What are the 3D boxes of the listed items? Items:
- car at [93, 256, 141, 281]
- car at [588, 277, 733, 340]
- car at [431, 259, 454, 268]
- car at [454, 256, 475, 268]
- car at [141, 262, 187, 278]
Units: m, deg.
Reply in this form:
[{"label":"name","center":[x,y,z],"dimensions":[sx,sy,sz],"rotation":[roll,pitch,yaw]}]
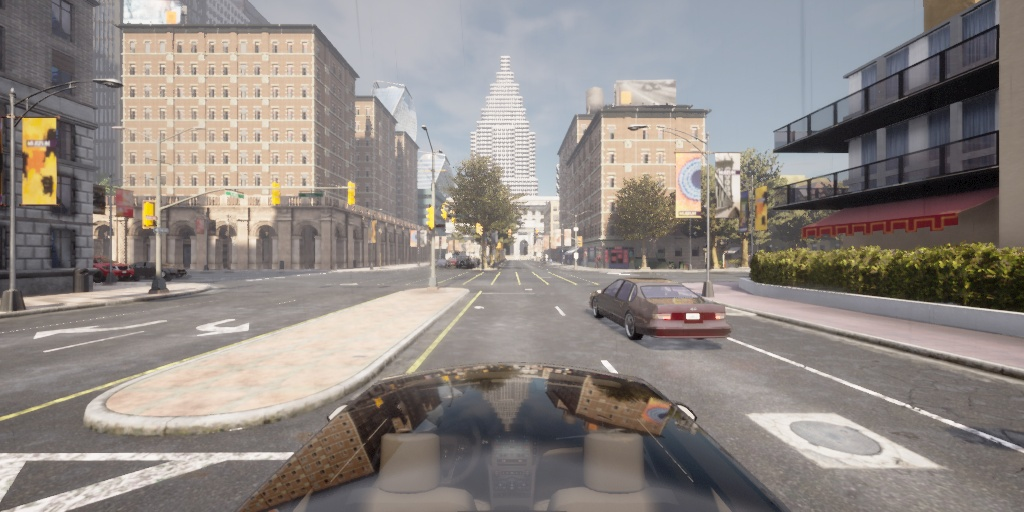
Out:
[{"label":"car","center":[-34.649,0.973,29.482],"dimensions":[5.566,2.045,2.150],"rotation":[0,0,0]},{"label":"car","center":[3.634,1.298,9.933],"dimensions":[2.033,1.411,5.357],"rotation":[0,0,-3]},{"label":"car","center":[-11.560,1.301,60.118],"dimensions":[2.033,1.411,5.357],"rotation":[0,0,0]},{"label":"car","center":[-8.065,0.975,60.742],"dimensions":[2.150,2.045,5.566],"rotation":[0,0,0]},{"label":"car","center":[-32.850,1.257,33.010],"dimensions":[4.892,1.490,1.837],"rotation":[0,0,0]}]
